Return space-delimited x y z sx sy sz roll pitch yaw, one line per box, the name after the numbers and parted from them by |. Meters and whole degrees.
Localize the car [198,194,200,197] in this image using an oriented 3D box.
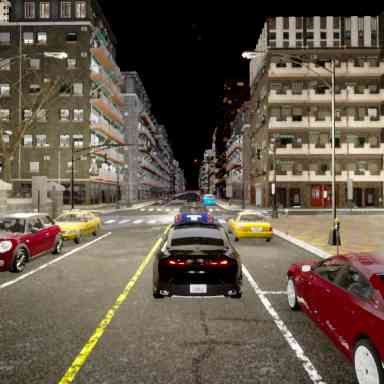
2.749 1.534 65.404 1.947 1.339 4.313 1 0 0 | car

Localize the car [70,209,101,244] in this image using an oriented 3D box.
-5.669 1.527 15.923 1.752 1.417 4.829 1 0 0 | car

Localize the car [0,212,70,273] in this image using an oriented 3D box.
-5.672 1.442 10.478 1.967 1.590 4.097 1 0 0 | car

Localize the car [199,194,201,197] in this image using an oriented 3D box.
2.745 1.519 59.734 1.887 1.381 4.507 1 0 0 | car

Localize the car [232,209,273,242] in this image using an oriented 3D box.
2.712 1.527 16.239 1.752 1.417 4.829 1 0 0 | car

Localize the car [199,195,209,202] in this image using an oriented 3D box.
2.759 1.503 76.746 2.008 1.369 4.403 1 0 0 | car

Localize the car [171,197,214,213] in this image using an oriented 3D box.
0.134 1.354 18.718 2.097 1.767 4.553 0 0 1 | car

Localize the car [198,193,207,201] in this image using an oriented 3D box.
2.770 1.249 88.088 2.192 1.841 5.009 1 0 0 | car

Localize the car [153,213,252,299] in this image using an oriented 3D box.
0.109 1.506 8.458 1.837 1.490 4.892 0 0 0 | car

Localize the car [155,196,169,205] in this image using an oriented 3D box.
-5.635 1.556 59.796 1.802 1.307 4.206 1 0 0 | car

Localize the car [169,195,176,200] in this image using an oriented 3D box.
-5.613 1.516 88.152 1.802 1.307 4.206 1 0 0 | car

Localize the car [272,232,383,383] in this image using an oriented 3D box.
2.703 1.546 4.835 1.887 1.381 4.507 1 0 0 | car

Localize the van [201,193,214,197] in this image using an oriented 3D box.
2.744 1.321 54.061 1.690 1.788 3.998 1 0 0 | van
